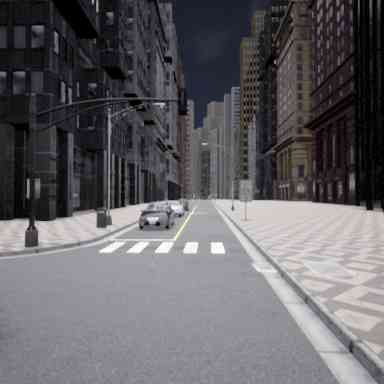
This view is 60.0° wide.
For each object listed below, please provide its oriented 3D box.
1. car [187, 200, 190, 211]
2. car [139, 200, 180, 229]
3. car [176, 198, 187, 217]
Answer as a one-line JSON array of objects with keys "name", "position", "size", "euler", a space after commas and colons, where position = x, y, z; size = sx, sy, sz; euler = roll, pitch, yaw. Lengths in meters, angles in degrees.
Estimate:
[{"name": "car", "position": [-1.329, 1.584, 41.778], "size": [1.837, 1.490, 4.892], "euler": [0, 0, 3]}, {"name": "car", "position": [-2.189, 1.509, 21.687], "size": [2.128, 1.511, 4.902], "euler": [0, 0, 2]}, {"name": "car", "position": [-1.801, 1.568, 31.506], "size": [1.812, 1.442, 4.674], "euler": [0, 0, 3]}]
